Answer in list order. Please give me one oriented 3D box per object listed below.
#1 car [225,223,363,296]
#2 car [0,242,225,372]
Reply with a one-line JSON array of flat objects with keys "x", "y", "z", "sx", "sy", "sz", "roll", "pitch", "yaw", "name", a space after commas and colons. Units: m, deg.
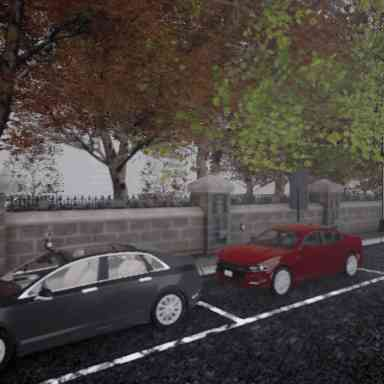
[{"x": 2.630, "y": 1.531, "z": 8.592, "sx": 4.507, "sy": 1.381, "sz": 1.887, "roll": 0, "pitch": 0, "yaw": -35, "name": "car"}, {"x": -1.850, "y": 1.548, "z": 5.333, "sx": 4.403, "sy": 1.369, "sz": 2.008, "roll": 0, "pitch": 0, "yaw": -35, "name": "car"}]
